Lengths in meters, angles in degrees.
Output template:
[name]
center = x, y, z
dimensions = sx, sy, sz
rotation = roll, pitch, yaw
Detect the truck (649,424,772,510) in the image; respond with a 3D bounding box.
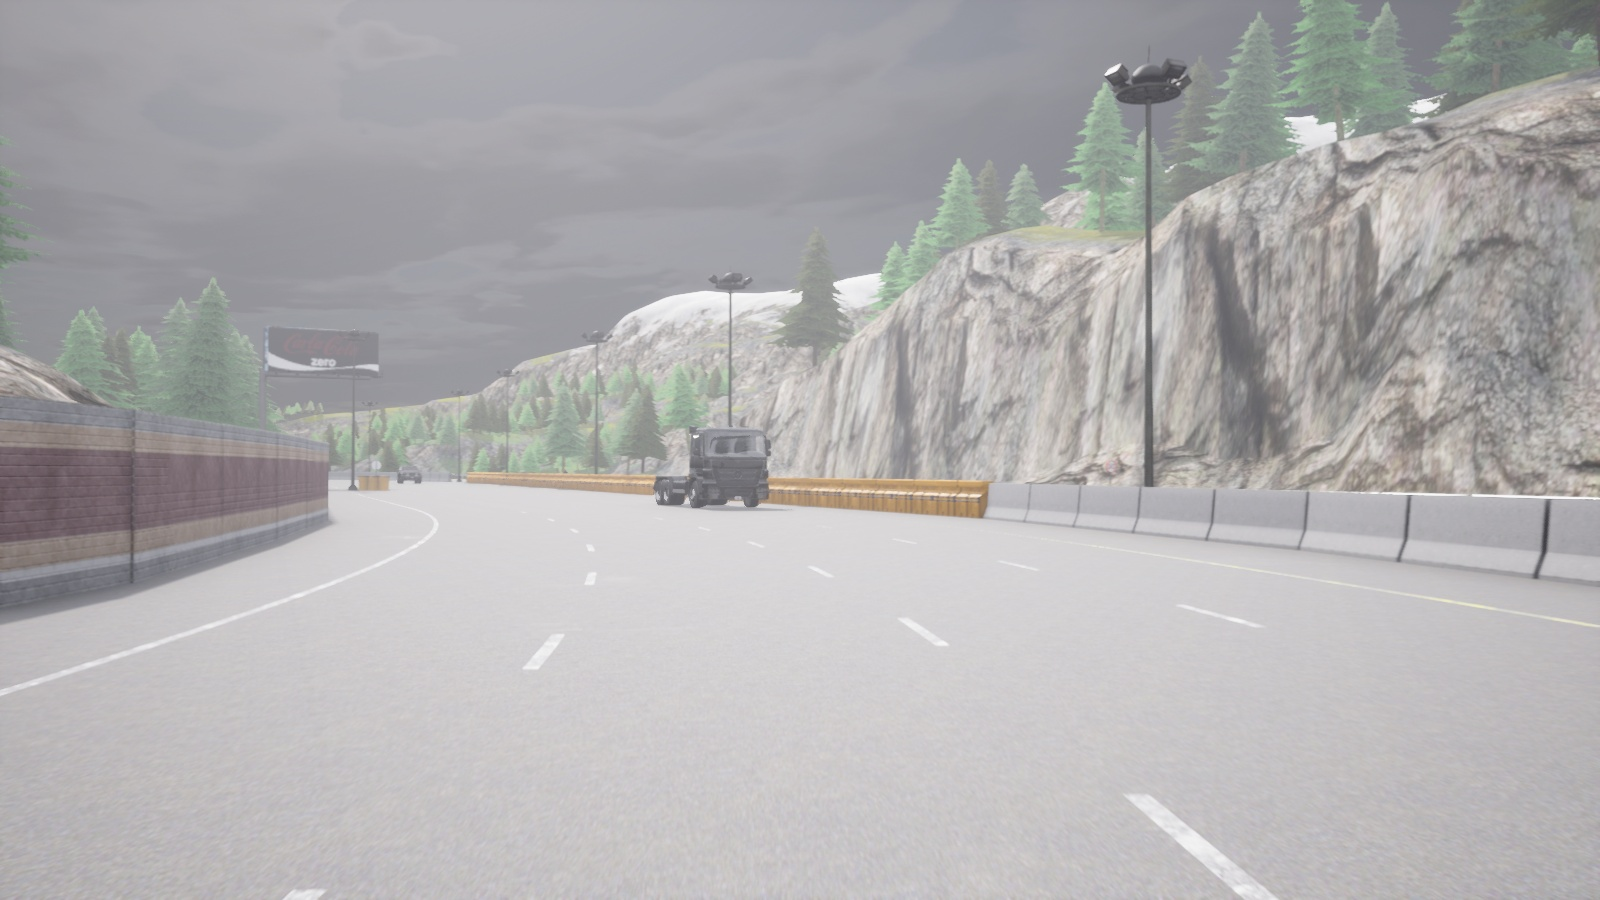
[truck]
center = -4.044, 0.764, 54.575
dimensions = 2.891, 3.462, 7.936
rotation = 0, -1, -23
